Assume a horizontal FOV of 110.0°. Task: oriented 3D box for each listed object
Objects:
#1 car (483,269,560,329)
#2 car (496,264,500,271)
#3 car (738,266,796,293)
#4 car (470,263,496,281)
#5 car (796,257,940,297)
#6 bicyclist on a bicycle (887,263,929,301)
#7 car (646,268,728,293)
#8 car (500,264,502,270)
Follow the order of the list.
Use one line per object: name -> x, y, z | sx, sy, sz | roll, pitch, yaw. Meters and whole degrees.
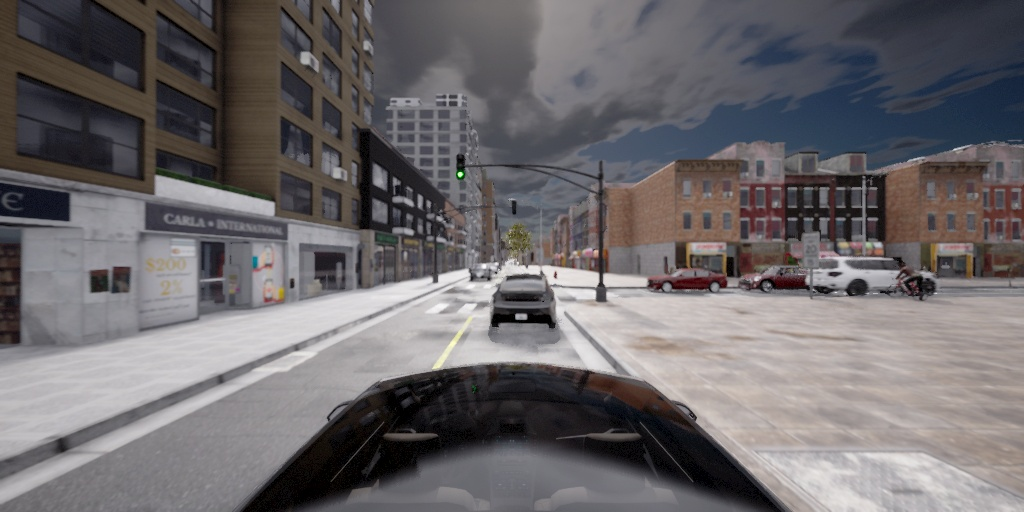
car -> 0.463, 1.321, 11.553 | 1.837, 1.490, 4.892 | 0, 0, 5
car -> -2.851, 1.636, 46.271 | 1.812, 1.442, 4.674 | 0, -1, 0
car -> 15.830, 1.310, 21.416 | 4.097, 1.591, 1.967 | 0, 0, 0
car -> -2.859, 1.488, 33.566 | 2.128, 1.511, 4.902 | 0, 0, -1
car -> 18.680, 1.074, 18.758 | 5.566, 2.045, 2.150 | 0, 0, 1
bicyclist on a bicycle -> 17.377, 1.142, 15.774 | 0.582, 1.620, 1.656 | 0, -1, 0
car -> 10.366, 1.420, 21.419 | 4.507, 1.381, 1.888 | 0, 0, 0
car -> -2.806, 1.837, 60.944 | 1.994, 1.385, 4.181 | 0, -1, 1
